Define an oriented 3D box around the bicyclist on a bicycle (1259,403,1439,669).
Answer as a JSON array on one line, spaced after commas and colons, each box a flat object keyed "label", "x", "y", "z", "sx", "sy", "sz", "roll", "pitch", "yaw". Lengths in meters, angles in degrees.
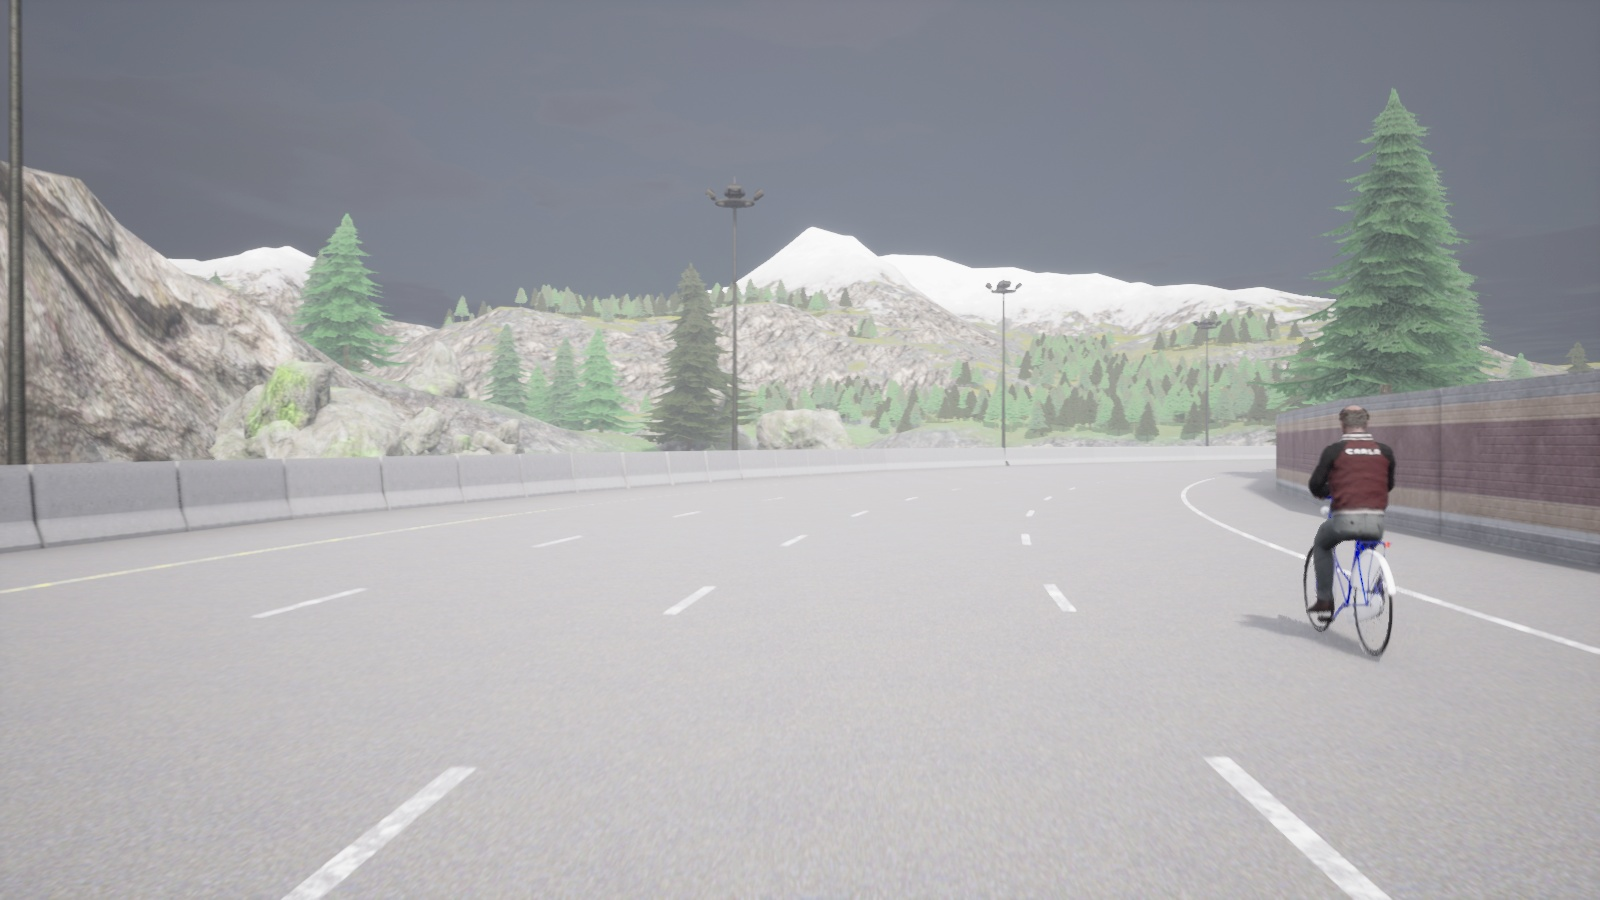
[{"label": "bicyclist on a bicycle", "x": 4.017, "y": 0.569, "z": 9.345, "sx": 0.659, "sy": 1.776, "sz": 1.843, "roll": 0, "pitch": 0, "yaw": 5}]
